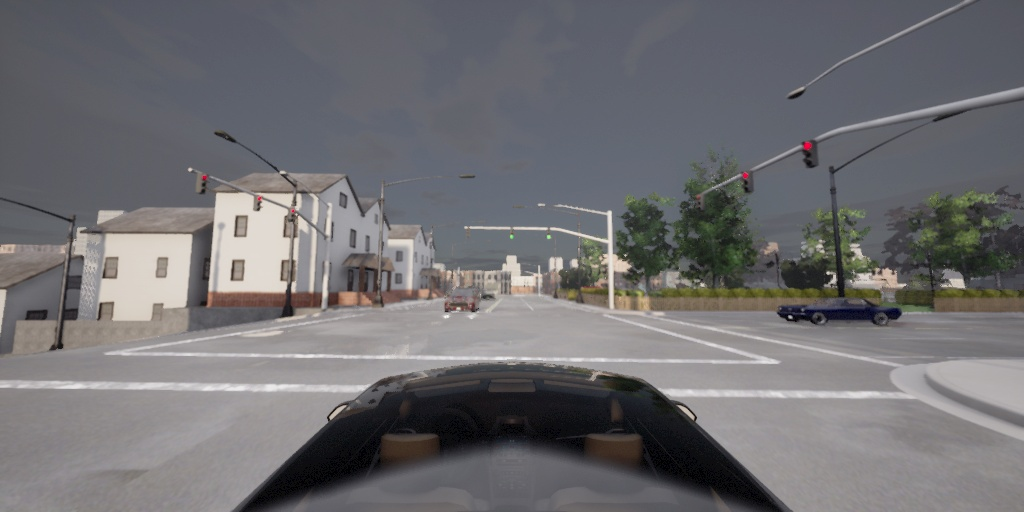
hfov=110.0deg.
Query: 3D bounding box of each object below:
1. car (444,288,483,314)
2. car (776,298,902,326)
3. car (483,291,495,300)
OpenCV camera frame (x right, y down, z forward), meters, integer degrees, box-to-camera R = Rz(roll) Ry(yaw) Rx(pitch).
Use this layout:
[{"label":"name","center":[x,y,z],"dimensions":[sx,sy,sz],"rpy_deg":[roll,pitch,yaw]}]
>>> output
[{"label":"car","center":[-3.532,3.110,25.921],"dimensions":[2.097,1.767,4.553],"rpy_deg":[0,-6,0]},{"label":"car","center":[15.952,2.720,17.711],"dimensions":[4.718,1.301,1.895],"rpy_deg":[0,-5,1]},{"label":"car","center":[-3.578,6.069,54.928],"dimensions":[1.895,1.301,4.718],"rpy_deg":[0,-5,0]}]
